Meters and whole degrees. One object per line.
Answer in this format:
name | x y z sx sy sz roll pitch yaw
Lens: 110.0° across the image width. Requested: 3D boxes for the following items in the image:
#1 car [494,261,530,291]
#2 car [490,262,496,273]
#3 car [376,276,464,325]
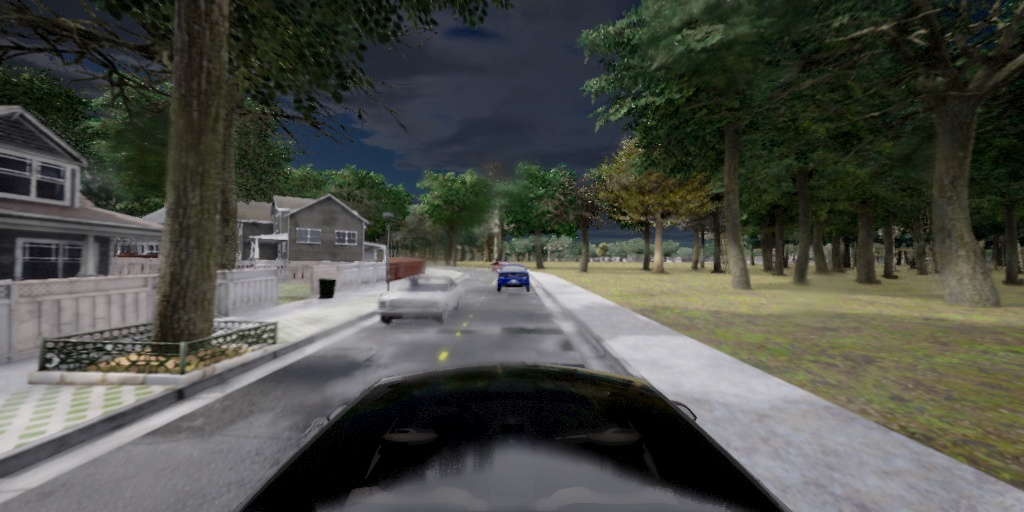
car | 0.102 1.242 22.215 1.882 1.535 5.008 0 0 0
car | -1.252 1.321 42.376 1.812 1.442 4.674 1 0 -15
car | -2.832 1.357 12.010 1.895 1.301 4.718 0 0 0
